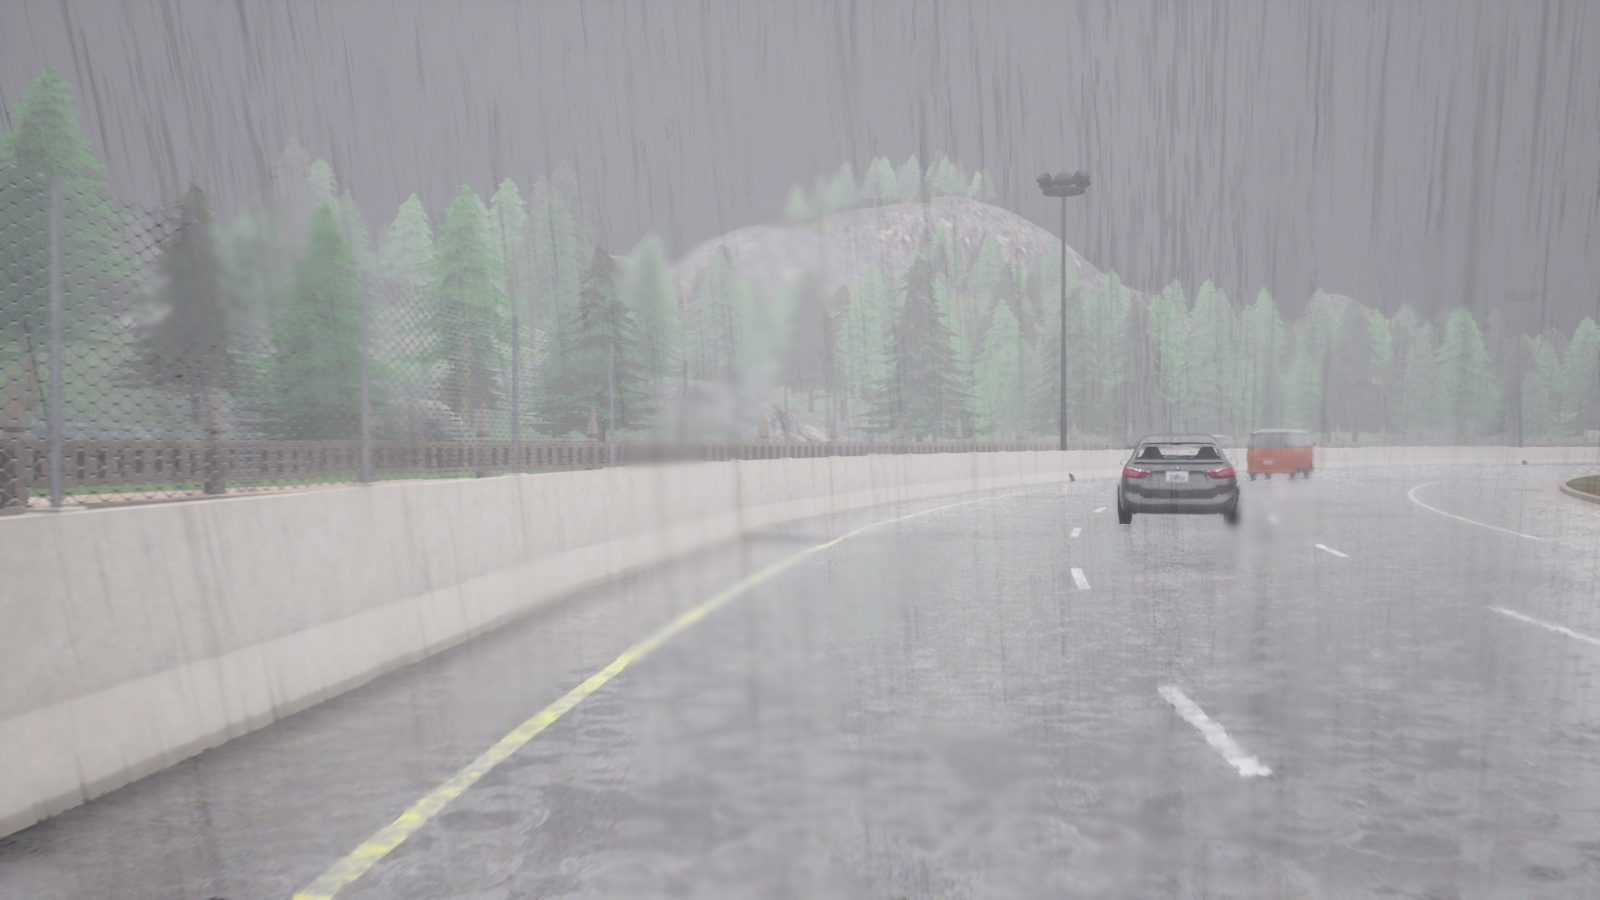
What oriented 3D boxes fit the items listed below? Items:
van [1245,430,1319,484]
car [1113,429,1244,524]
[{"bbox_3d":[18.669,0.251,48.501,1.775,1.987,4.442,0,0,33],"label":"van"},{"bbox_3d":[7.415,0.461,24.613,2.242,1.667,4.611,0,0,17],"label":"car"}]
